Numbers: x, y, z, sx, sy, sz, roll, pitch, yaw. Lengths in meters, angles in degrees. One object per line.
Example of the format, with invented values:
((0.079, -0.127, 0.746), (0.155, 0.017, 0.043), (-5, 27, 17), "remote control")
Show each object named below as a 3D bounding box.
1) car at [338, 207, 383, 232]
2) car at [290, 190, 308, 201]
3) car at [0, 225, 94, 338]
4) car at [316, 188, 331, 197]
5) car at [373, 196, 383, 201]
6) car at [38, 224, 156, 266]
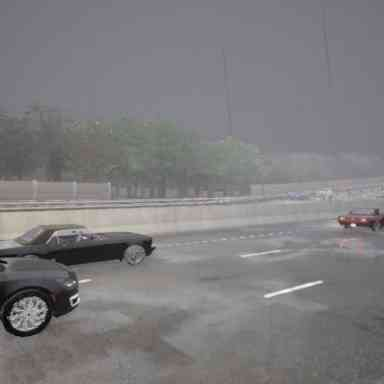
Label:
((10.950, 1.585, 20.118), (4.718, 1.301, 1.895), (0, 0, -35), "car")
((21.454, 0.736, 66.286), (2.150, 2.045, 5.566), (0, 2, 36), "car")
((-4.247, 1.505, 5.013), (4.892, 1.490, 1.837), (0, 0, -36), "car")
((31.409, 0.169, 79.118), (2.150, 2.045, 5.566), (0, 3, 39), "car")
((33.483, 1.473, 57.891), (5.357, 1.411, 2.033), (0, 0, -36), "car")
((-3.473, 1.598, 9.865), (4.718, 1.301, 1.895), (0, 0, -35), "car")
